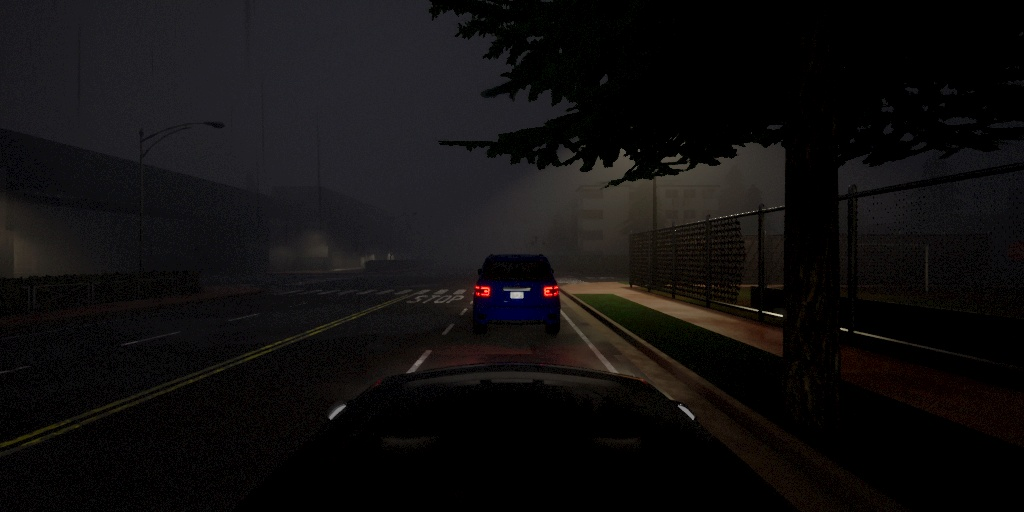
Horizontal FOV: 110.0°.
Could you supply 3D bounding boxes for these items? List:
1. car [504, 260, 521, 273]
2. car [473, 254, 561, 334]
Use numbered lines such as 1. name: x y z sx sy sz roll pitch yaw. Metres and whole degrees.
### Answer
1. car: 0.032 1.242 45.583 2.128 1.511 4.902 0 0 0
2. car: 0.117 0.972 10.707 2.150 2.045 5.566 0 0 0
